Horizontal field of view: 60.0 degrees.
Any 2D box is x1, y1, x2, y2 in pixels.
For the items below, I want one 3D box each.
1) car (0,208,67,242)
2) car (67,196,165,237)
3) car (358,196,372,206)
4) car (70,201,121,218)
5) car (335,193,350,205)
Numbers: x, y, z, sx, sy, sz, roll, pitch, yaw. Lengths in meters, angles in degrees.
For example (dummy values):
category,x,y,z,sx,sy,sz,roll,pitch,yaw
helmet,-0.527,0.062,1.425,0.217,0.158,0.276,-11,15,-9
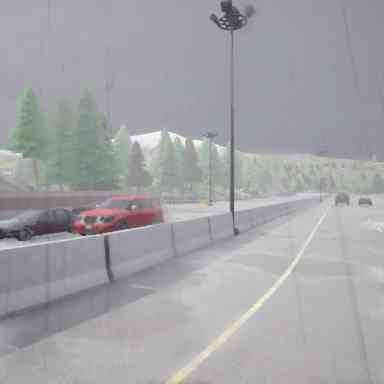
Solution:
category,x,y,z,sx,sy,sz,roll,pitch,yaw
car,-7.539,1.547,16.765,2.033,1.411,5.357,0,0,25
car,-3.462,1.222,17.251,2.150,2.045,5.566,0,0,24
car,29.398,1.491,56.597,2.128,1.511,4.902,0,0,24
car,-8.849,1.601,30.910,1.895,1.301,4.718,0,0,24
car,25.911,1.221,57.363,2.150,2.045,5.566,0,0,24
